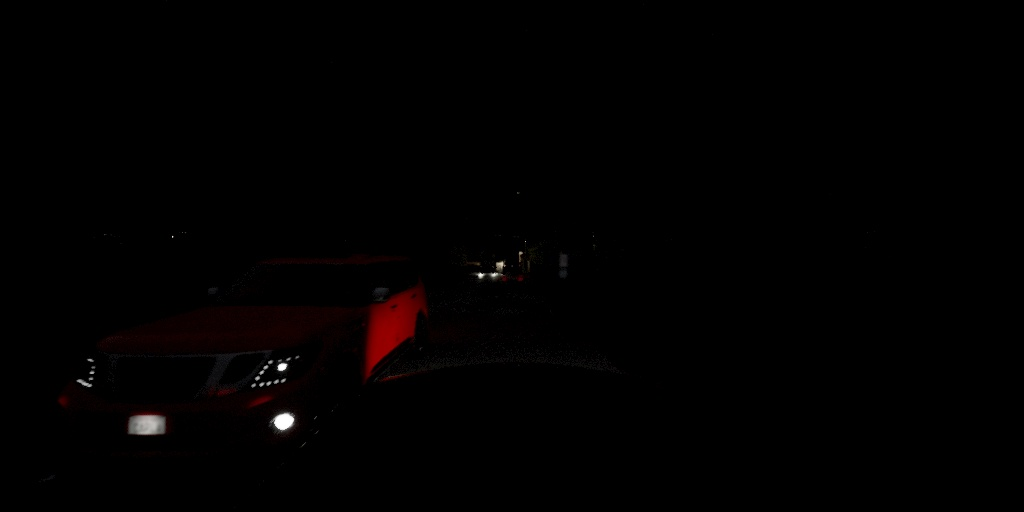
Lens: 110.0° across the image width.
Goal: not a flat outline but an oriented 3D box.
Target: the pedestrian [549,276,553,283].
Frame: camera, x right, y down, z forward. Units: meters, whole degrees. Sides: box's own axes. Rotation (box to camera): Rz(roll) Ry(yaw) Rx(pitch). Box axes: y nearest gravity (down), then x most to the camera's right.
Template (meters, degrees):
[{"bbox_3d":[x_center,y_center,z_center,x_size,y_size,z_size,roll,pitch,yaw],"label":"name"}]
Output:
[{"bbox_3d":[2.839,1.030,26.292,0.375,1.860,0.375,-1,1,-10],"label":"pedestrian"}]

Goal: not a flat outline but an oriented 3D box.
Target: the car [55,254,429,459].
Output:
[{"bbox_3d":[-2.836,0.972,5.552,2.150,2.045,5.566,0,0,0],"label":"car"}]

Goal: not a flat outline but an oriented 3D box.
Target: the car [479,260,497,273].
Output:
[{"bbox_3d":[-2.813,1.191,42.895,1.882,1.535,5.008,0,0,0],"label":"car"}]

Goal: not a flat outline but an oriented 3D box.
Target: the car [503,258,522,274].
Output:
[{"bbox_3d":[0.068,1.070,39.827,2.097,1.767,4.553,0,0,1],"label":"car"}]

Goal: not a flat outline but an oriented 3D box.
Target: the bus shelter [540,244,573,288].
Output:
[{"bbox_3d":[3.138,0.614,24.545,1.920,2.740,3.880,0,0,0],"label":"bus shelter"}]
